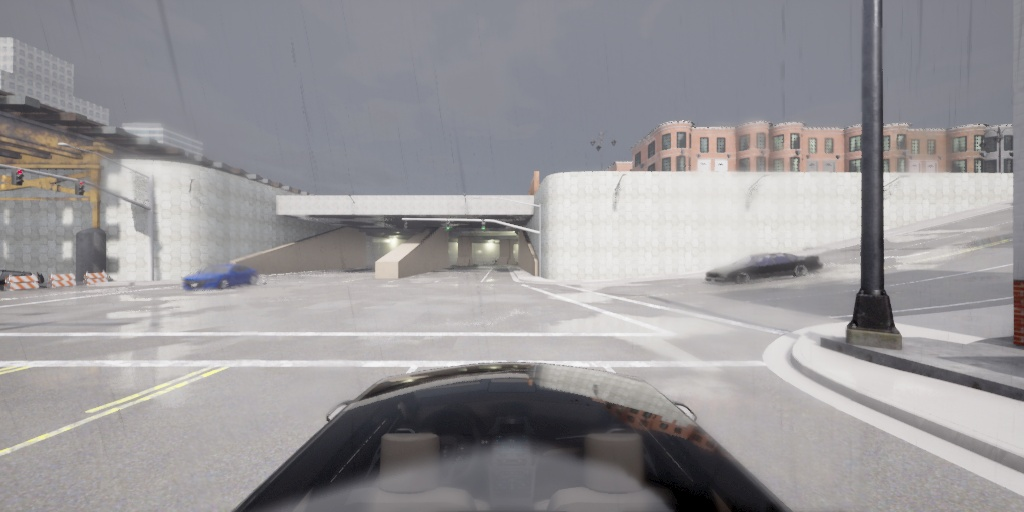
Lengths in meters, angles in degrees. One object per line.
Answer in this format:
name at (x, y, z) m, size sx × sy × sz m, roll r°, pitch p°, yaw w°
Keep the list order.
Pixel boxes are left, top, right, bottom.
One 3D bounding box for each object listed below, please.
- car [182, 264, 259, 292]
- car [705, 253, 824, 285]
car at (-17.577, 1.281, 21.877) m, size 1.882 × 1.535 × 5.008 m, roll -1°, pitch 1°, yaw -9°
car at (13.227, 0.589, 18.962) m, size 5.357 × 1.411 × 2.033 m, roll -7°, pitch 0°, yaw -1°
